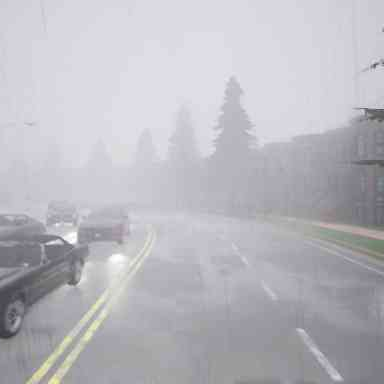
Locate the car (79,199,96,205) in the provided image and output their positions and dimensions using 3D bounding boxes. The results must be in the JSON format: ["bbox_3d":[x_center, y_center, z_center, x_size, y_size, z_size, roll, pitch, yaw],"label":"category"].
[{"bbox_3d":[-14.804,1.581,46.383,4.718,1.301,1.895,0,0,43],"label":"car"}]

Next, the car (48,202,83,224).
[{"bbox_3d":[-8.825,1.592,23.055,1.895,1.301,4.718,0,0,-17],"label":"car"}]

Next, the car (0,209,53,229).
[{"bbox_3d":[-7.347,1.560,13.004,1.994,1.385,4.181,0,0,-2],"label":"car"}]

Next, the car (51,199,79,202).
[{"bbox_3d":[-12.901,1.479,32.626,2.128,1.511,4.902,0,0,-30],"label":"car"}]

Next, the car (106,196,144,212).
[{"bbox_3d":[-7.737,1.460,37.956,1.882,1.535,5.008,0,0,-34],"label":"car"}]

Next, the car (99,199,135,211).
[{"bbox_3d":[-6.085,1.536,26.047,2.033,1.411,5.357,0,0,-19],"label":"car"}]

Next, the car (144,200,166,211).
[{"bbox_3d":[-5.051,1.581,40.234,1.895,1.301,4.718,0,0,-34],"label":"car"}]

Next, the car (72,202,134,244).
[{"bbox_3d":[-4.025,1.471,15.864,1.882,1.535,5.008,0,0,-6],"label":"car"}]

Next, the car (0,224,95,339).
[{"bbox_3d":[-3.637,1.599,6.688,1.895,1.301,4.718,0,0,-1],"label":"car"}]
